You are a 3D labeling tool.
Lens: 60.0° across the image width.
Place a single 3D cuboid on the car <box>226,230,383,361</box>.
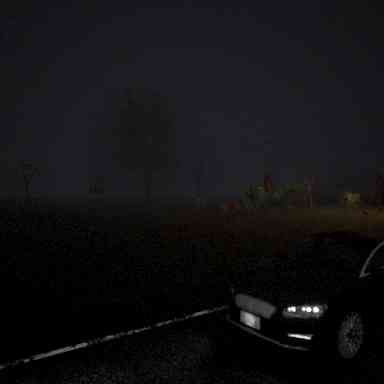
[{"bbox_3d":[2.785,1.487,5.995,4.902,1.511,2.128,0,0,-36],"label":"car"}]
